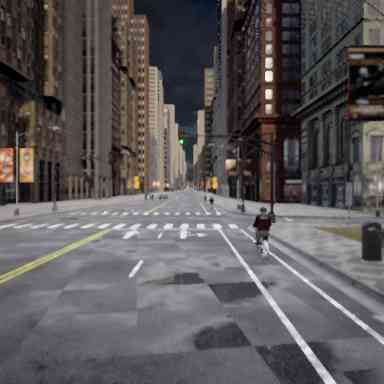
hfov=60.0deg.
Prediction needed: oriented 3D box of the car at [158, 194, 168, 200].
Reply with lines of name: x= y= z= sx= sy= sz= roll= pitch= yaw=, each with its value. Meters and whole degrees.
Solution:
car: x=-6.510 y=1.036 z=76.110 sx=1.994 sy=1.385 sz=4.181 roll=0 pitch=0 yaw=0

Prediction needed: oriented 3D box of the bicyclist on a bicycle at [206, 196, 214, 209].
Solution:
bicyclist on a bicycle: x=2.249 y=1.322 z=38.209 sx=0.659 sy=1.776 sz=1.843 roll=0 pitch=0 yaw=0

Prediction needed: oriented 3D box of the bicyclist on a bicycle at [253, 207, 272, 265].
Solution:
bicyclist on a bicycle: x=2.250 y=1.356 z=10.746 sx=0.659 sy=1.776 sz=1.843 roll=0 pitch=0 yaw=0

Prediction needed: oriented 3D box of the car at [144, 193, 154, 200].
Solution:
car: x=-9.760 y=1.009 z=76.109 sx=2.128 sy=1.511 sz=4.902 roll=0 pitch=0 yaw=0

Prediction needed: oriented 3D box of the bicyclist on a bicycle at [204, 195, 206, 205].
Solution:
bicyclist on a bicycle: x=2.243 y=1.370 z=55.207 sx=0.582 sy=1.620 sz=1.656 roll=0 pitch=0 yaw=0
